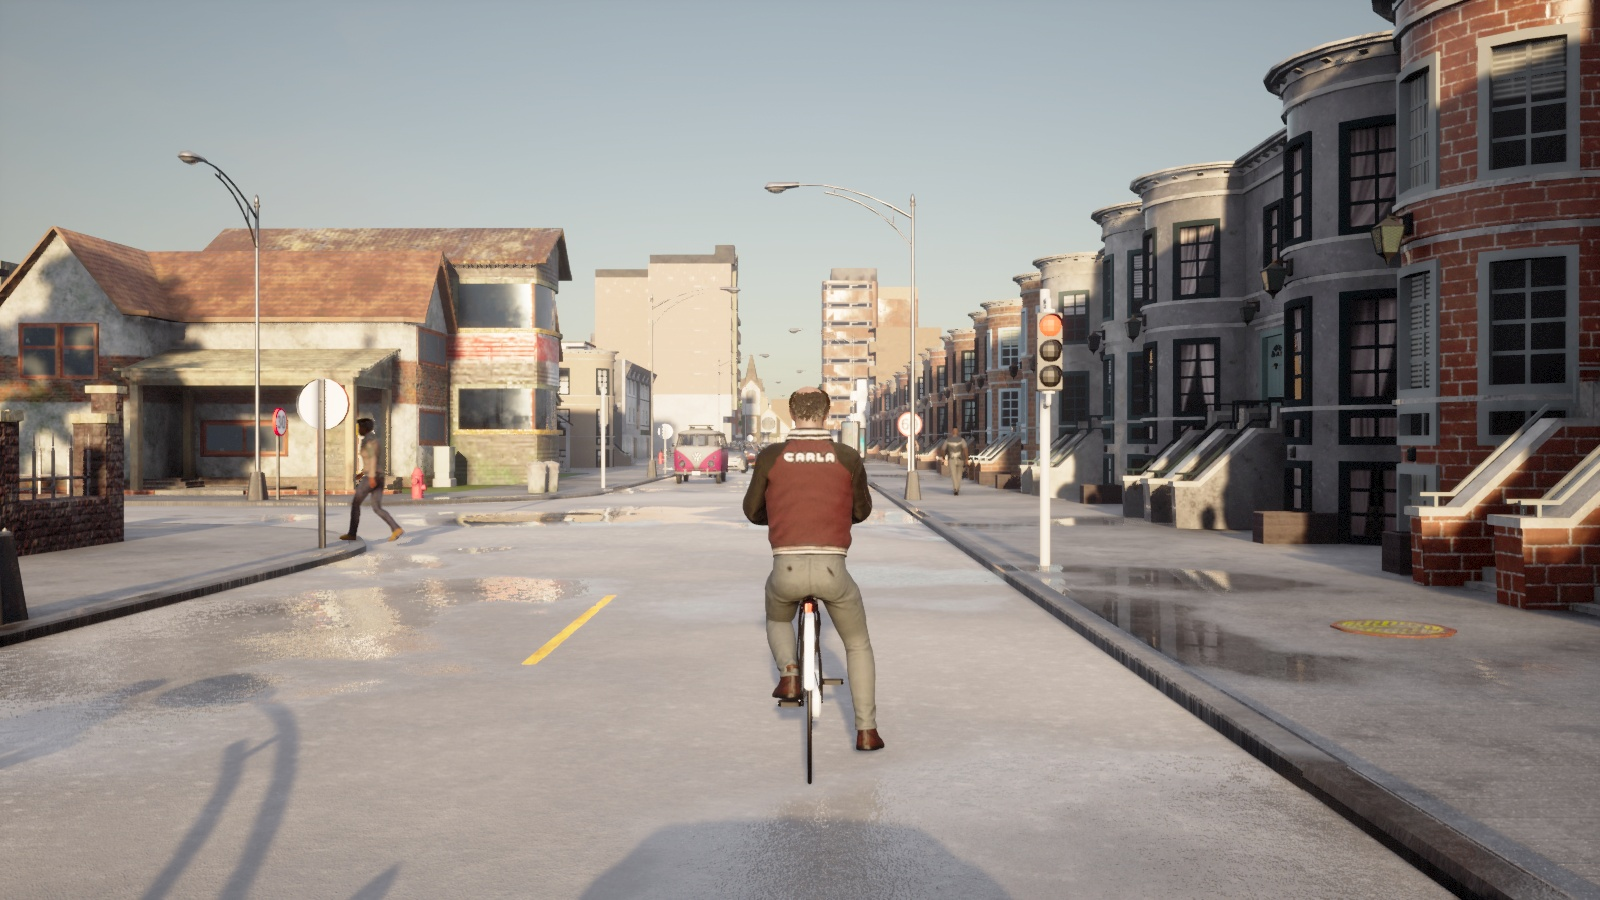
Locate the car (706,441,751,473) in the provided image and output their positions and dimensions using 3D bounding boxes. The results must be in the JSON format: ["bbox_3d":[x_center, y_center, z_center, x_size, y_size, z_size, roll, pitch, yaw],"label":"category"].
[{"bbox_3d":[-3.579,0.332,63.494,2.007,1.525,4.514,0,0,0],"label":"car"}]

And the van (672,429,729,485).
[{"bbox_3d":[-3.688,0.230,47.166,1.775,1.987,4.442,0,0,1],"label":"van"}]

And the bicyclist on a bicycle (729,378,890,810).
[{"bbox_3d":[0.045,0.583,6.081,0.659,1.776,1.843,0,1,0],"label":"bicyclist on a bicycle"}]

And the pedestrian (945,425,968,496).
[{"bbox_3d":[4.147,0.271,33.381,0.563,1.883,0.849,0,0,4],"label":"pedestrian"}]

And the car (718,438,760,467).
[{"bbox_3d":[-3.512,0.108,73.390,2.152,1.651,5.027,0,0,0],"label":"car"}]

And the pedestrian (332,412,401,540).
[{"bbox_3d":[-6.170,0.361,17.883,0.869,1.805,0.328,0,0,8],"label":"pedestrian"}]
